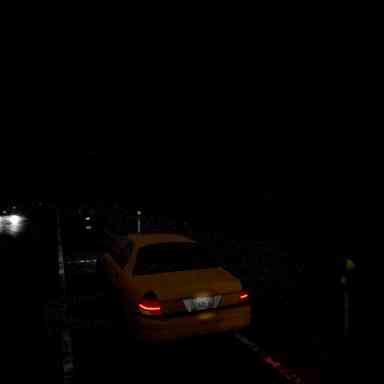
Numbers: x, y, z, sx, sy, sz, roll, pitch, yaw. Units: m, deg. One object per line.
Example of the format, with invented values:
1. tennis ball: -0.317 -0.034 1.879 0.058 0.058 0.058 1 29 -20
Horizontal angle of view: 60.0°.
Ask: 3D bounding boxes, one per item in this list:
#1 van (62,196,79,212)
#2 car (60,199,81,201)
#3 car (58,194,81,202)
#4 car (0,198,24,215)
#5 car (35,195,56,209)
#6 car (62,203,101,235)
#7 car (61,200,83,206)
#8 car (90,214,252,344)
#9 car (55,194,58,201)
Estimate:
1. van: -14.395 1.342 39.209 1.690 1.788 3.998 0 0 -22
2. car: -10.216 1.567 28.982 1.947 1.339 4.313 0 0 -22
3. car: -12.305 1.316 34.096 2.192 1.841 5.009 0 0 -22
4. car: -18.401 1.602 33.356 1.895 1.301 4.718 0 0 -22
5. car: -20.558 1.548 46.628 2.033 1.411 5.357 0 0 -24
6. car: -6.037 1.551 18.756 2.008 1.369 4.403 0 0 -22
7. car: -8.126 1.551 23.869 2.008 1.369 4.403 0 0 -22
8. car: -0.831 1.457 6.788 1.801 1.575 5.366 0 0 -22
9. car: -31.263 1.469 79.729 1.967 1.590 4.097 0 0 -23
